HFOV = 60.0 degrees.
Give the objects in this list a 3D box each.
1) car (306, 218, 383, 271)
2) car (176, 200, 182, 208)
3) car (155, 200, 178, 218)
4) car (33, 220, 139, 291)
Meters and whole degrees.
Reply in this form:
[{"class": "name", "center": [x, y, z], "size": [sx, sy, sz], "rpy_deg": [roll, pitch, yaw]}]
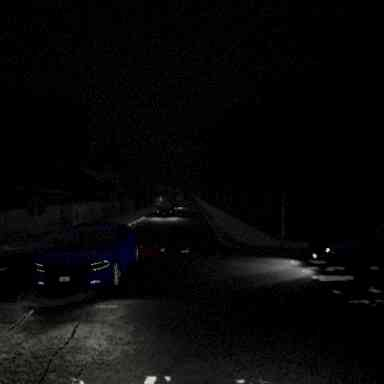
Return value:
[{"class": "car", "center": [6.385, 1.492, 10.160], "size": [5.357, 1.411, 2.033], "rpy_deg": [-1, -1, 0]}, {"class": "car", "center": [-2.820, 2.128, 60.638], "size": [1.994, 1.385, 4.181], "rpy_deg": [0, 0, 0]}, {"class": "car", "center": [-2.788, 1.926, 35.525], "size": [1.812, 1.442, 4.674], "rpy_deg": [0, 0, 0]}, {"class": "car", "center": [-2.772, 1.637, 9.709], "size": [1.882, 1.535, 5.008], "rpy_deg": [-1, -1, 0]}]
